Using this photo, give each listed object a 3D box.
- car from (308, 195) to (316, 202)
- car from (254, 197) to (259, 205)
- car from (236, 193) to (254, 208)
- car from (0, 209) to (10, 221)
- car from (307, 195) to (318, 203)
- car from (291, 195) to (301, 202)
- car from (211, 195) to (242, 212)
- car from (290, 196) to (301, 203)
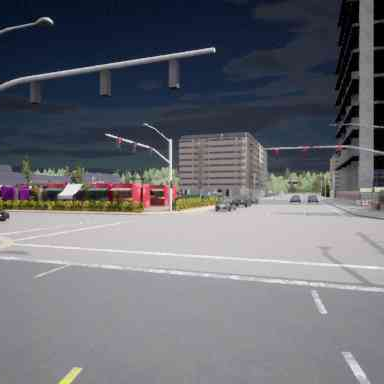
[{"bbox_3d":[28.018,1.524,77.657,1.812,1.442,4.674,0,0,19],"label":"car"},{"bbox_3d":[10.708,1.564,59.287,1.994,1.385,4.181,0,0,19],"label":"car"},{"bbox_3d":[7.484,1.221,49.777,2.150,2.045,5.566,0,0,18],"label":"car"},{"bbox_3d":[-16.477,1.619,26.074,4.181,1.385,1.994,0,0,19],"label":"car"},{"bbox_3d":[24.729,1.541,67.801,2.033,1.411,5.357,0,0,19],"label":"car"},{"bbox_3d":[24.596,1.540,78.461,2.033,1.411,5.357,0,0,19],"label":"car"},{"bbox_3d":[4.116,1.491,39.756,2.128,1.511,4.902,0,0,19],"label":"car"},{"bbox_3d":[21.519,1.555,69.236,1.994,1.385,4.181,0,0,19],"label":"car"}]
